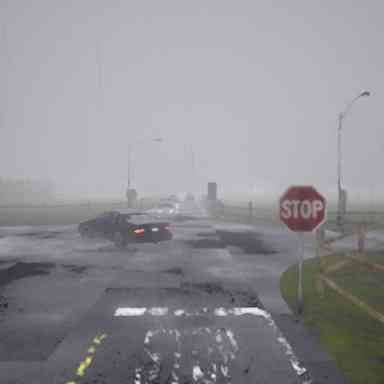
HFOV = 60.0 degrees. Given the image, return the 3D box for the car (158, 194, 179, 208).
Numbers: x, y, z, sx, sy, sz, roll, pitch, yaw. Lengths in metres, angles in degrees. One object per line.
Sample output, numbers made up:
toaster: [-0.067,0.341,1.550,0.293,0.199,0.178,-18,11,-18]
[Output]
car: [-3.074,1.312,40.406,2.033,1.411,5.357,0,0,0]

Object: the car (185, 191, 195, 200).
car: [-0.419,0.762,72.791,2.097,1.767,4.553,0,0,0]

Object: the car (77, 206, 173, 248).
car: [-3.086,1.462,14.457,2.033,1.411,5.357,0,0,-42]

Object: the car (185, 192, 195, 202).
car: [-0.358,1.184,62.405,2.033,1.411,5.357,0,0,0]
